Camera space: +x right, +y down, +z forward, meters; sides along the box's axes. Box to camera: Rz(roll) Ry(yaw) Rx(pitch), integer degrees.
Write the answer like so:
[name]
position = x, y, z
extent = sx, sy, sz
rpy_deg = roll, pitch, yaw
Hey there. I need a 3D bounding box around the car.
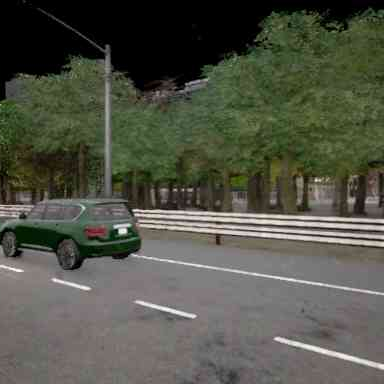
[car]
position = -4.173, 1.236, 11.145
extent = 5.566, 2.045, 2.150
rpy_deg = 0, 0, 36
